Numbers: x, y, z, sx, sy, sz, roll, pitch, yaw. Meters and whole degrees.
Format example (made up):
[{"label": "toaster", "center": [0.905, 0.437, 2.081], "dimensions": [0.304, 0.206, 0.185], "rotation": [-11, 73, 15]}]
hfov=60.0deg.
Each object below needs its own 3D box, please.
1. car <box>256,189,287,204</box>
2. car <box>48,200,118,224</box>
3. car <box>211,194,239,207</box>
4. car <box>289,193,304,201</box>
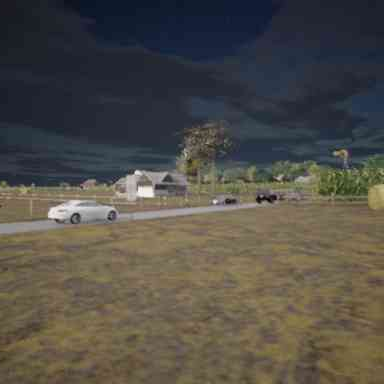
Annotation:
[{"label": "car", "center": [10.882, 0.604, 46.587], "dimensions": [2.150, 2.045, 5.566], "rotation": [-2, 0, 37]}, {"label": "car", "center": [-6.956, 1.231, 21.577], "dimensions": [1.812, 1.442, 4.674], "rotation": [-2, 0, 35]}, {"label": "car", "center": [4.177, 1.021, 42.119], "dimensions": [2.128, 1.511, 4.902], "rotation": [-2, 0, 36]}, {"label": "car", "center": [16.828, 0.813, 55.013], "dimensions": [2.033, 1.411, 5.357], "rotation": [-2, 0, 35]}]
